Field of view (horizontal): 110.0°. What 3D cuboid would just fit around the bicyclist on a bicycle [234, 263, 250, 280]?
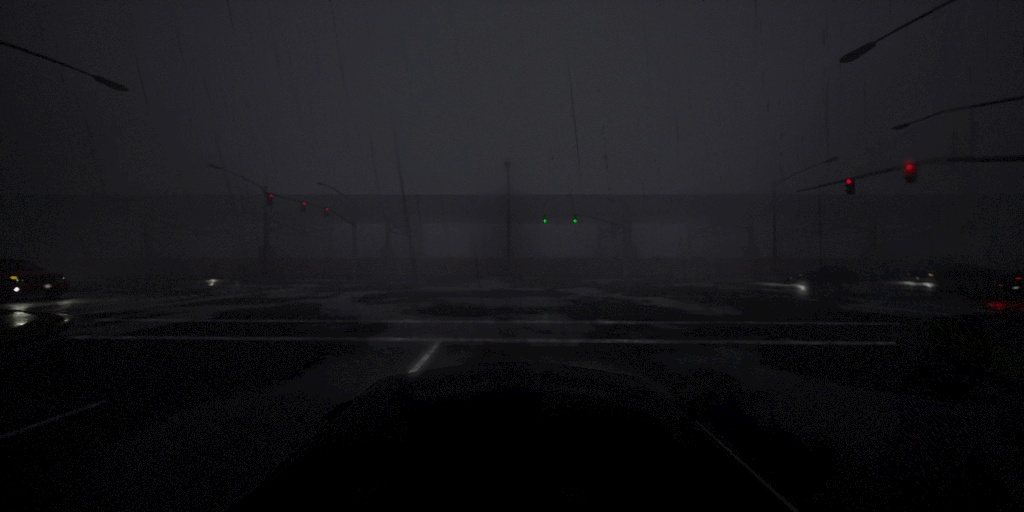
[{"bbox_3d":[-27.015,1.548,35.851,0.582,1.620,1.656,0,0,14],"label":"bicyclist on a bicycle"}]

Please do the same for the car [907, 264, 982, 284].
[{"bbox_3d":[33.199,1.298,26.898,5.357,1.411,2.033,-1,-1,2],"label":"car"}]

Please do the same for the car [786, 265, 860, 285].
[{"bbox_3d":[23.524,1.394,27.171,4.674,1.442,1.812,-1,-1,2],"label":"car"}]

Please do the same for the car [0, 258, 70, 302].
[{"bbox_3d":[-25.612,1.135,17.858,5.566,2.045,2.150,0,-1,4],"label":"car"}]

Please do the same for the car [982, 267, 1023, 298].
[{"bbox_3d":[25.574,1.225,16.409,4.902,1.511,2.128,-1,-1,2],"label":"car"}]

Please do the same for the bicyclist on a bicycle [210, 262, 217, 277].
[{"bbox_3d":[-31.566,1.417,37.946,0.582,1.620,1.656,0,0,-33],"label":"bicyclist on a bicycle"}]
